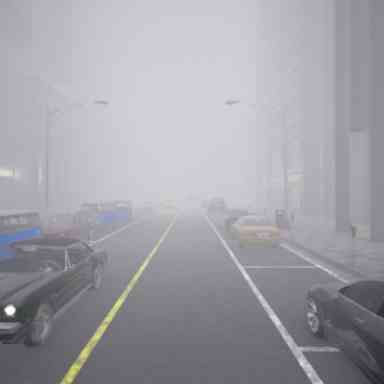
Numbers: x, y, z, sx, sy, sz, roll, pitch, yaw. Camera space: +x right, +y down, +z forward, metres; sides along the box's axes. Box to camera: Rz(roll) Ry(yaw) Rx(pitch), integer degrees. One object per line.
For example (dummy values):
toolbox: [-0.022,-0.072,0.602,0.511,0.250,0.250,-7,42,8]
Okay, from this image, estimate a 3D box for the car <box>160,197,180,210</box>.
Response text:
car: [-3.123,1.835,48.369,1.882,1.535,5.008,0,0,0]

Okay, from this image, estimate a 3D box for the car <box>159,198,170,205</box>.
car: [-5.822,2.089,71.197,2.008,1.369,4.403,0,0,0]

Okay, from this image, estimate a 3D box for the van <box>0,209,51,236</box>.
van: [-5.769,1.408,9.398,1.690,1.788,3.998,0,0,0]

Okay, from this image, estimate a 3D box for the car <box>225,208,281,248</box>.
car: [2.751,1.635,15.200,1.752,1.417,4.829,0,0,0]

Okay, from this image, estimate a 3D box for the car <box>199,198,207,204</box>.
car: [2.694,2.210,82.453,1.802,1.307,4.206,0,0,0]

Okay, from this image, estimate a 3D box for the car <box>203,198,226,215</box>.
car: [2.732,1.590,37.507,2.192,1.841,5.009,0,0,0]

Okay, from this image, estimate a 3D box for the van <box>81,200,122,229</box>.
van: [-5.779,1.490,20.634,1.690,1.788,3.998,0,0,0]

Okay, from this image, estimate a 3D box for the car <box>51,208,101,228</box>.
car: [-5.774,1.652,15.015,1.887,1.381,4.507,0,0,0]

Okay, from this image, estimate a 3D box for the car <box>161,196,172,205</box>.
car: [-5.827,1.898,76.817,2.192,1.841,5.009,0,0,0]

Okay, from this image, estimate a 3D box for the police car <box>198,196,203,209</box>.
police car: [2.322,1.818,52.837,1.930,1.638,5.238,0,0,0]

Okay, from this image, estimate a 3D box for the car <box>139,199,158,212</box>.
car: [-5.798,1.841,42.936,1.752,1.417,4.829,0,0,0]

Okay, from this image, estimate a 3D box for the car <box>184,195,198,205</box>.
car: [-0.060,1.622,70.897,2.150,2.045,5.566,0,0,0]

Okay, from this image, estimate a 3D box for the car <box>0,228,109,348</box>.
car: [-3.106,1.648,6.494,1.895,1.301,4.718,0,0,0]

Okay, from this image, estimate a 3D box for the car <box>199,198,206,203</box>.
car: [2.689,2.255,88.071,1.802,1.307,4.206,0,0,0]

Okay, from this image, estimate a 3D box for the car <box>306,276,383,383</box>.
car: [2.760,1.594,3.792,1.947,1.339,4.313,0,0,0]

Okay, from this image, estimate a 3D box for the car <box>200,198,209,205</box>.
car: [2.703,2.066,71.386,1.752,1.417,4.829,0,0,0]

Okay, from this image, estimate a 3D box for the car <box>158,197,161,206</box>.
car: [-5.813,1.993,59.960,1.887,1.381,4.507,0,0,0]

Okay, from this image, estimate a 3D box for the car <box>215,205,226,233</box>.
car: [2.746,1.715,20.649,1.947,1.339,4.313,0,0,0]

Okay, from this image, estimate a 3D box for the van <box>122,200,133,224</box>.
van: [-5.784,1.531,26.253,1.690,1.788,3.998,0,0,0]
